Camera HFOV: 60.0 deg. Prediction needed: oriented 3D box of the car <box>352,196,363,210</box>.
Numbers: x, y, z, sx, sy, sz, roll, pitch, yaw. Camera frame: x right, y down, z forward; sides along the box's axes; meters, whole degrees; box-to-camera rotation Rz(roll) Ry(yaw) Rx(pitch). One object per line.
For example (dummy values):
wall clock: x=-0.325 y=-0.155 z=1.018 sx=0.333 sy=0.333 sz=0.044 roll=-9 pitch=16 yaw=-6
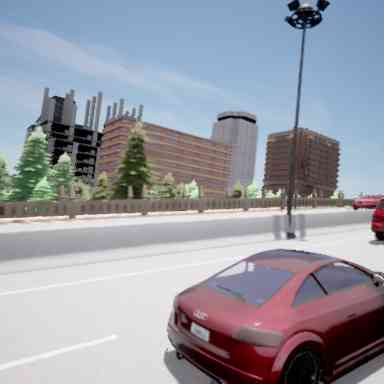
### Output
car: x=22.278 y=1.305 z=41.333 sx=5.566 sy=2.045 sz=2.150 roll=2 pitch=-1 yaw=-35

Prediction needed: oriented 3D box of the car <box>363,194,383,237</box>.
car: x=10.636 y=1.244 z=15.627 sx=5.566 sy=2.045 sz=2.150 roll=0 pitch=0 yaw=-35

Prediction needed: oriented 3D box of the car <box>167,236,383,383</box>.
car: x=1.726 y=1.570 z=4.978 sx=4.181 sy=1.385 sz=1.994 roll=0 pitch=0 yaw=-35
